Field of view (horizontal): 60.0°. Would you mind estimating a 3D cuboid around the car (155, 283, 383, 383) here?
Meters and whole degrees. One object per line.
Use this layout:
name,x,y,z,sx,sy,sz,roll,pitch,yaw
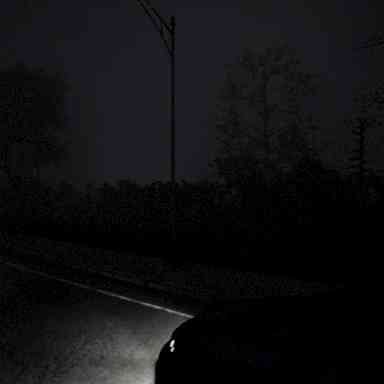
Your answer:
car,1.671,1.574,2.928,4.181,1.385,1.994,-1,0,36
